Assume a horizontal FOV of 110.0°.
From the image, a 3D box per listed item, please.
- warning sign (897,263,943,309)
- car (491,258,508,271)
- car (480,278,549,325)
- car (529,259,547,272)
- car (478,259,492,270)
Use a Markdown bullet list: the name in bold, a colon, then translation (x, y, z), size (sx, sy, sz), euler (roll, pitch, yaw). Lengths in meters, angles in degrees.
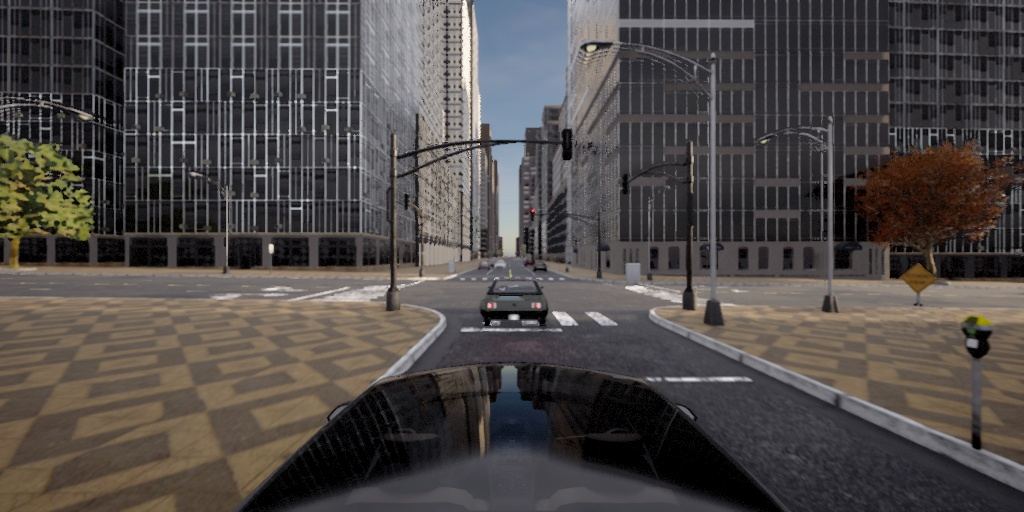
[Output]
- **warning sign**: translation (17.235, 1.233, 15.219), size (1.060, 1.860, 1.300), euler (0, 0, -3)
- **car**: translation (-1.695, 1.412, 53.054), size (1.812, 1.442, 4.674), euler (0, 0, 0)
- **car**: translation (0.125, 1.382, 11.892), size (1.895, 1.301, 4.718), euler (0, 0, 2)
- **car**: translation (3.772, 1.443, 48.976), size (1.948, 1.339, 4.313), euler (0, 0, 0)
- **car**: translation (-4.199, 1.472, 54.442), size (1.802, 1.307, 4.207), euler (0, 0, 0)
